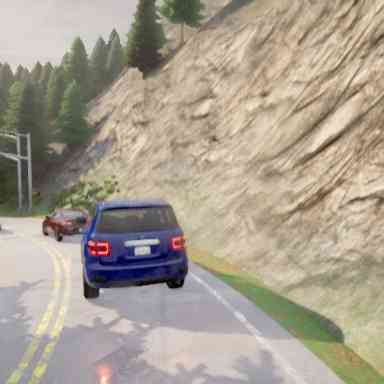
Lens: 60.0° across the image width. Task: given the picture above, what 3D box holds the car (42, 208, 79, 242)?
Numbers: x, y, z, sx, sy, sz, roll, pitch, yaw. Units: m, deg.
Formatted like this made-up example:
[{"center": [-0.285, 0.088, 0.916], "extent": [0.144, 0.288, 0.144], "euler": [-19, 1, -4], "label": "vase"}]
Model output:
[{"center": [-6.266, 1.558, 16.877], "extent": [1.812, 1.442, 4.674], "euler": [-3, 1, -35], "label": "car"}]

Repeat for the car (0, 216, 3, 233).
[{"center": [-13.286, 1.821, 20.946], "extent": [2.033, 1.411, 5.357], "euler": [-3, 1, -37], "label": "car"}]

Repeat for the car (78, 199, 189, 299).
[{"center": [-1.785, 1.204, 8.822], "extent": [2.150, 2.045, 5.566], "euler": [-2, 0, -19], "label": "car"}]
